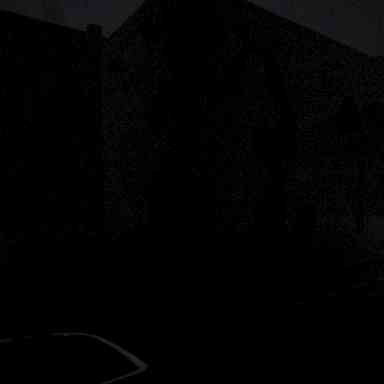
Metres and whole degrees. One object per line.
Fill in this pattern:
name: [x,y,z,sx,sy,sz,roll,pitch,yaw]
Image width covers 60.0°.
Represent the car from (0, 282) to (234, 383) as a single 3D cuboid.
car: [-1.931,1.505,2.001,4.892,1.490,1.837,0,0,-36]
